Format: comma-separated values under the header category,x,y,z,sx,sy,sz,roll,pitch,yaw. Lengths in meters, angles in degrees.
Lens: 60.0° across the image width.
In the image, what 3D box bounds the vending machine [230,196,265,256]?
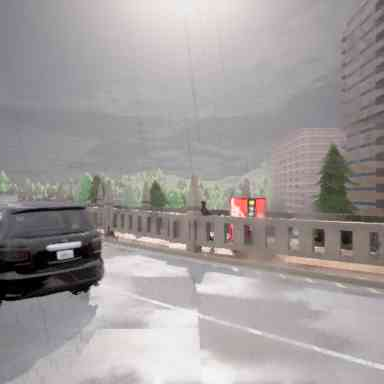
category,x,y,z,sx,sy,sz,roll,pitch,yaw
vending machine,2.078,1.195,12.411,0.880,2.100,1.100,0,0,41

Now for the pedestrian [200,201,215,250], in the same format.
category,x,y,z,sx,sy,sz,roll,pitch,yaw
pedestrian,0.451,1.141,11.832,0.375,1.860,0.375,0,0,41

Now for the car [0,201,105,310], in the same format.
category,x,y,z,sx,sy,sz,roll,pitch,yaw
car,-4.291,1.220,7.761,5.566,2.045,2.150,0,0,41
